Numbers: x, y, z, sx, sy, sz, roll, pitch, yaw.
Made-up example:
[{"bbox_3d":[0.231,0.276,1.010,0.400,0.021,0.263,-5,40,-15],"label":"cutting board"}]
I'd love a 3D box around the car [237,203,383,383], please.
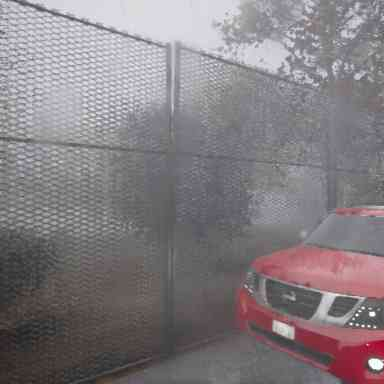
[{"bbox_3d":[3.267,1.230,5.438,5.566,2.045,2.150,0,0,-36],"label":"car"}]
